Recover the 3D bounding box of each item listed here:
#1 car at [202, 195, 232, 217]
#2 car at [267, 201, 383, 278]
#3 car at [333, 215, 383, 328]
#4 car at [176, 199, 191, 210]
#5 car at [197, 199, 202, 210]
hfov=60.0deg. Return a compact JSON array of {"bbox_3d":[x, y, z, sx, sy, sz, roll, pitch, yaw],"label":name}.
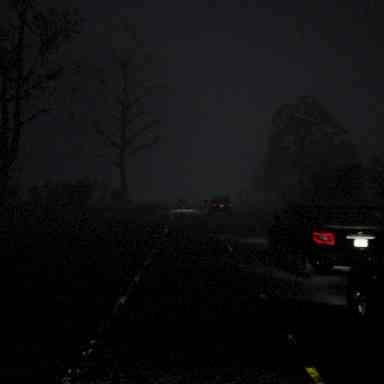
[{"bbox_3d":[2.599,1.347,33.143,2.150,2.045,5.566,1,0,-3],"label":"car"},{"bbox_3d":[3.973,1.299,10.522,2.150,2.045,5.566,1,0,0],"label":"car"},{"bbox_3d":[3.937,1.408,4.432,2.097,1.767,4.553,1,0,1],"label":"car"},{"bbox_3d":[-1.260,1.668,45.819,2.033,1.411,5.357,1,0,-4],"label":"car"},{"bbox_3d":[1.861,1.660,45.803,1.837,1.490,4.892,1,0,-5],"label":"car"}]
